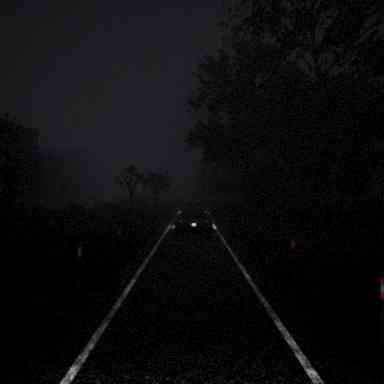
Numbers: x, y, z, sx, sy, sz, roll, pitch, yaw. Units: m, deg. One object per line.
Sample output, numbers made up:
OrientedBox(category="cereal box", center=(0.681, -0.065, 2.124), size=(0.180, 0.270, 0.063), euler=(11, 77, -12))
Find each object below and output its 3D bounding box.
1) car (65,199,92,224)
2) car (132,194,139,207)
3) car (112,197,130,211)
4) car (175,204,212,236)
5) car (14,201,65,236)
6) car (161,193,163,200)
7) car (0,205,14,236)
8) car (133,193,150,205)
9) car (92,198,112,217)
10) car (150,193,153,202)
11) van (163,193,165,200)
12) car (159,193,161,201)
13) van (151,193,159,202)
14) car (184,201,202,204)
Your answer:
OrientedBox(category="car", center=(-9.013, 1.374, 23.116), size=(2.097, 1.535, 5.008), euler=(0, 0, 2))
OrientedBox(category="car", center=(-9.046, 1.391, 45.299), size=(2.097, 1.535, 5.008), euler=(0, 0, 2))
OrientedBox(category="car", center=(-9.037, 1.392, 39.751), size=(2.097, 1.535, 5.008), euler=(0, 0, 2))
OrientedBox(category="car", center=(0.094, 1.615, 18.695), size=(1.994, 1.385, 4.181), euler=(0, 0, 0))
OrientedBox(category="car", center=(-9.005, 1.365, 17.560), size=(2.231, 1.521, 4.892), euler=(0, 0, 2))
OrientedBox(category="car", center=(-9.100, 1.532, 84.095), size=(2.163, 1.488, 4.792), euler=(0, -1, -2))
OrientedBox(category="car", center=(-8.997, 1.334, 12.019), size=(2.097, 1.535, 5.008), euler=(0, 0, 2))
OrientedBox(category="car", center=(-9.059, 1.195, 55.183), size=(2.435, 2.045, 5.566), euler=(0, 0, 1))
OrientedBox(category="car", center=(-9.030, 1.370, 29.498), size=(1.946, 1.575, 5.366), euler=(0, 0, 2))
OrientedBox(category="car", center=(-9.069, 1.493, 61.927), size=(2.002, 1.452, 4.674), euler=(0, 0, 0))
OrientedBox(category="van", center=(-9.112, 1.296, 90.608), size=(1.878, 1.987, 4.442), euler=(0, -1, -3))
OrientedBox(category="car", center=(-9.093, 1.484, 78.584), size=(2.231, 1.521, 4.892), euler=(0, -1, -2))
OrientedBox(category="van", center=(-9.090, 1.263, 72.899), size=(1.878, 1.987, 4.442), euler=(0, 0, 2))
OrientedBox(category="car", center=(0.091, 1.610, 34.376), size=(1.994, 1.385, 4.181), euler=(0, 0, 0))
